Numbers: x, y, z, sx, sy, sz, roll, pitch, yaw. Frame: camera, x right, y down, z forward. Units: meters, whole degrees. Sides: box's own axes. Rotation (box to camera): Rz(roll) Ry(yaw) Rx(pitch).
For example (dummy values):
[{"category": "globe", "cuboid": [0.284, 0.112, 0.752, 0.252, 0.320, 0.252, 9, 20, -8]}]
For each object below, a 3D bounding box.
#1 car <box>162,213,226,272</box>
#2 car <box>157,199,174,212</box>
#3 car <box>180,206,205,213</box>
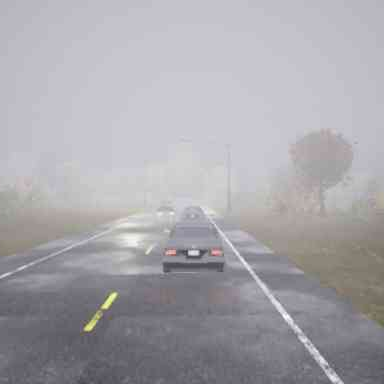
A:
[{"category": "car", "cuboid": [0.062, 1.658, 11.172, 2.033, 1.411, 5.357, 0, -1, 0]}, {"category": "car", "cuboid": [-3.594, 1.810, 45.900, 2.097, 1.767, 4.553, 0, 0, 0]}, {"category": "car", "cuboid": [0.066, 1.805, 26.166, 2.033, 1.411, 5.357, 0, -1, 0]}]
